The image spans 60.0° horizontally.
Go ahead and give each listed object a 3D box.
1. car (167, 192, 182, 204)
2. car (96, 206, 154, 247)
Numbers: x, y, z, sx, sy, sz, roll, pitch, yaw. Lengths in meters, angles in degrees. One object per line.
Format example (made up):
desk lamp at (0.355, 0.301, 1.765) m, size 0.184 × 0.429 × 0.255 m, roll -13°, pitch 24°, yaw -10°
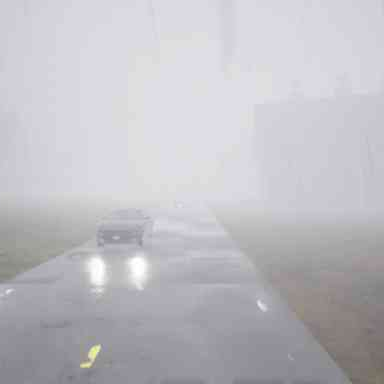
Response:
car at (-2.788, 1.274, 57.743) m, size 1.812 × 1.442 × 4.674 m, roll 0°, pitch 1°, yaw 1°
car at (-2.850, 1.446, 15.041) m, size 1.882 × 1.535 × 5.008 m, roll 0°, pitch 0°, yaw 0°
